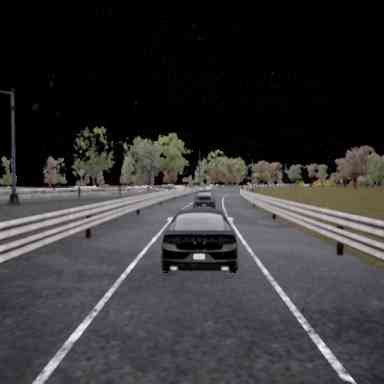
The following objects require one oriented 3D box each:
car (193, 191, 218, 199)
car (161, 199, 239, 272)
[{"bbox_3d":[1.160,0.721,28.970,1.837,1.490,4.892,0,2,4],"label":"car"},{"bbox_3d":[0.239,1.208,9.861,1.882,1.535,5.008,0,2,2],"label":"car"}]
